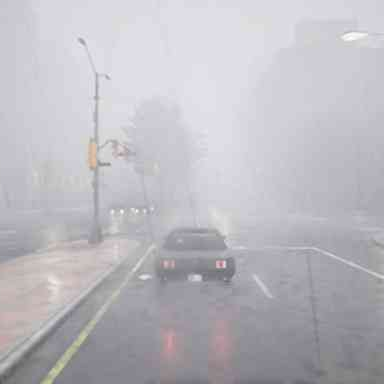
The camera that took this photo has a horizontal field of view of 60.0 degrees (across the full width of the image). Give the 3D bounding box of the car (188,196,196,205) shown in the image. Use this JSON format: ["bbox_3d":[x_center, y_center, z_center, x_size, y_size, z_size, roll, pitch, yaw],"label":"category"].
[{"bbox_3d":[0.010,2.491,84.433,2.033,1.411,5.357,0,-1,0],"label":"car"}]

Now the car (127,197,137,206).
[{"bbox_3d":[-11.530,1.933,63.159,2.150,2.045,5.566,0,-1,1],"label":"car"}]

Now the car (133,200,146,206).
[{"bbox_3d":[-11.492,2.376,73.039,1.994,1.385,4.181,0,-1,0],"label":"car"}]

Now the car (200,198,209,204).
[{"bbox_3d":[3.511,2.591,94.644,2.128,1.511,4.902,0,-1,0],"label":"car"}]

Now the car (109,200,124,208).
[{"bbox_3d":[-14.742,2.333,65.449,1.895,1.301,4.718,0,-1,0],"label":"car"}]

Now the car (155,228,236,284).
[{"bbox_3d":[0.071,1.714,9.870,1.895,1.301,4.718,0,-1,0],"label":"car"}]

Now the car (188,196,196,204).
[{"bbox_3d":[0.011,2.292,94.677,2.150,2.045,5.566,0,-1,0],"label":"car"}]

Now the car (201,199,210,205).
[{"bbox_3d":[3.510,2.560,85.610,1.895,1.301,4.718,0,-1,0],"label":"car"}]

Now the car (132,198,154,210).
[{"bbox_3d":[-8.081,2.169,55.142,2.033,1.411,5.357,0,-1,0],"label":"car"}]

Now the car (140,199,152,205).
[{"bbox_3d":[-11.490,2.463,83.272,2.128,1.511,4.902,0,-1,0],"label":"car"}]

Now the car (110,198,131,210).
[{"bbox_3d":[-11.581,2.132,53.744,1.812,1.442,4.674,0,-1,0],"label":"car"}]

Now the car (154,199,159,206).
[{"bbox_3d":[-8.022,2.290,64.377,1.994,1.385,4.181,0,-1,1],"label":"car"}]
